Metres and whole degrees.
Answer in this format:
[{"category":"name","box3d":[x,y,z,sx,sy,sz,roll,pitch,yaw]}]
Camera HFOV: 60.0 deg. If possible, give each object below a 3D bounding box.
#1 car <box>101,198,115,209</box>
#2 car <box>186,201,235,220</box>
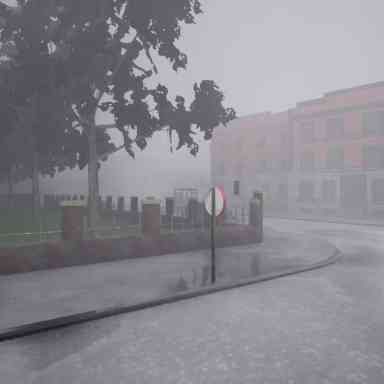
[{"category":"car","box3d":[-11.750,1.525,44.525,1.812,1.442,4.674,0,0,-35]},{"category":"car","box3d":[1.355,1.504,26.146,1.837,1.490,4.892,0,0,-36]}]
